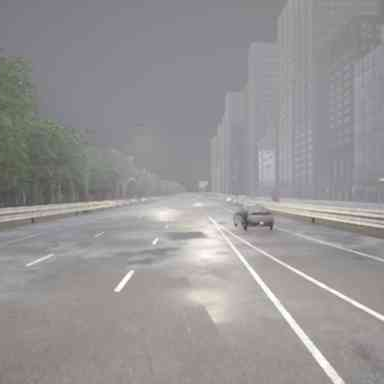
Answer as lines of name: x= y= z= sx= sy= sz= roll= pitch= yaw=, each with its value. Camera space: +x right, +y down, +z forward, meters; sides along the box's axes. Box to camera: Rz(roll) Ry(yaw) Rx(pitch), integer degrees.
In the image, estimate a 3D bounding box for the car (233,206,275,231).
car: x=3.896 y=1.623 z=21.623 sx=2.128 sy=1.511 sz=4.902 roll=0 pitch=-1 yaw=-3
